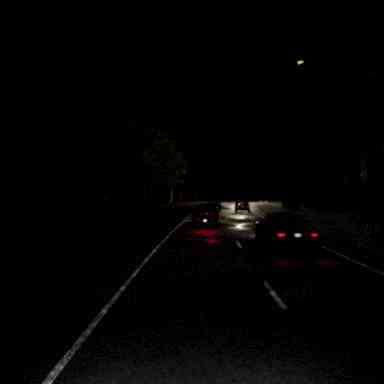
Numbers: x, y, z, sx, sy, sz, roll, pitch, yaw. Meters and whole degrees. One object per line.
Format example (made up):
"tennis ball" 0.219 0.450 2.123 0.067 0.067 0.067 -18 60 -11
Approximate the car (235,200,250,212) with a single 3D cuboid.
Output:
"car" 6.168 1.733 41.009 2.033 1.411 5.357 0 0 7

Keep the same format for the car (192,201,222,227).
"car" 1.025 1.640 24.163 1.837 1.490 4.892 0 -1 4

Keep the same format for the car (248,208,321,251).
"car" 3.953 1.635 14.553 2.033 1.411 5.357 0 0 3
